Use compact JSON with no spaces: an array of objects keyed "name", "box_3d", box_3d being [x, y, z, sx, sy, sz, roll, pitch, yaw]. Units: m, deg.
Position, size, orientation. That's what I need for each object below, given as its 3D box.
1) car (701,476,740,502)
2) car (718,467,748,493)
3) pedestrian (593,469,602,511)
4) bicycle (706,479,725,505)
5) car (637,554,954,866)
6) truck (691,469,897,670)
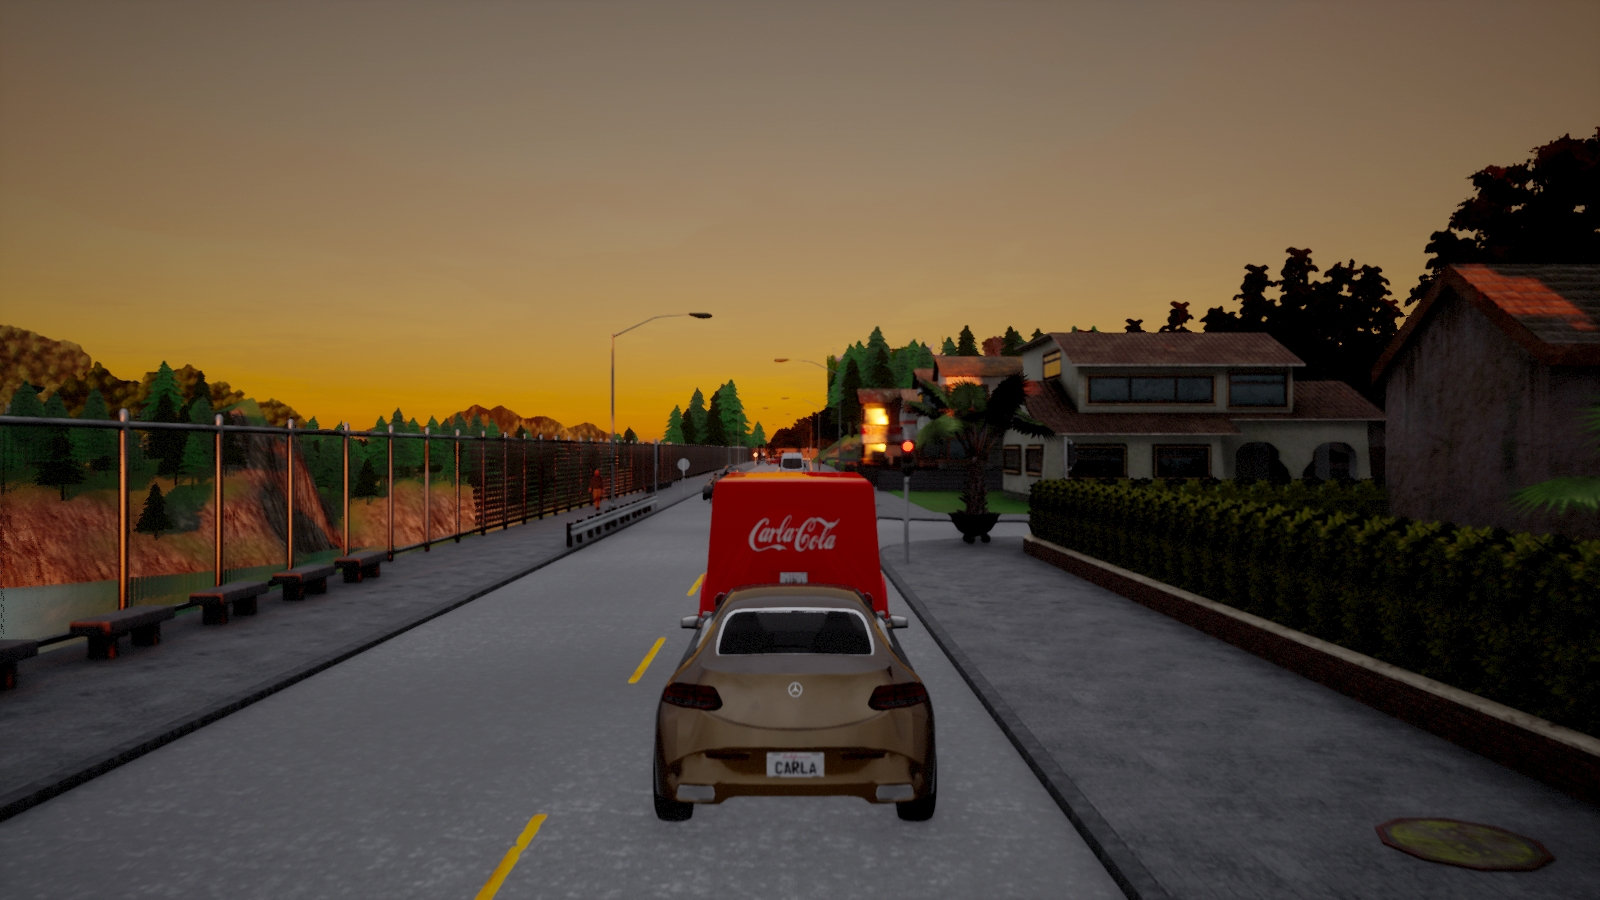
[{"name":"car","box_3d":[-4.417,2.153,64.266,1.895,1.301,4.718,0,0,0]},{"name":"car","box_3d":[-4.504,1.997,77.283,1.851,1.617,3.988,0,0,0]},{"name":"pedestrian","box_3d":[-8.849,1.743,49.903,0.375,1.860,0.375,0,0,-8]},{"name":"bicycle","box_3d":[-4.377,2.156,59.270,0.859,1.276,1.487,0,0,0]},{"name":"car","box_3d":[-0.048,1.991,10.258,2.152,1.651,5.027,0,0,0]},{"name":"truck","box_3d":[-0.093,1.568,17.178,2.627,2.467,5.204,0,0,0]}]
